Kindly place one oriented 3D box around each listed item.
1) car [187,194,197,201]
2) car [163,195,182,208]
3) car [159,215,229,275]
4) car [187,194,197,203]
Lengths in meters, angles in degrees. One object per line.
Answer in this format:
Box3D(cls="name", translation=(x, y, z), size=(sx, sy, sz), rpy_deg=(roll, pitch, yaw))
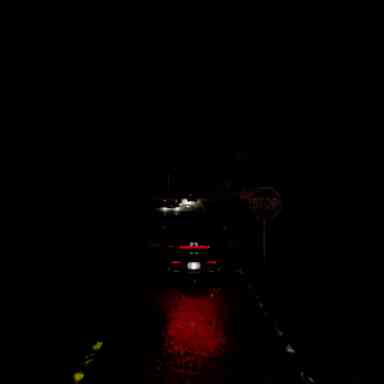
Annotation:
Box3D(cls="car", translation=(-0.008, 1.136, 75.745), size=(2.128, 1.511, 4.902), rpy_deg=(0, 0, 0))
Box3D(cls="car", translation=(-2.839, 1.212, 46.260), size=(2.097, 1.767, 4.553), rpy_deg=(0, 0, 0))
Box3D(cls="car", translation=(0.060, 1.473, 10.281), size=(1.837, 1.490, 4.892), rpy_deg=(0, 0, 0))
Box3D(cls="car", translation=(-0.007, 1.369, 65.742), size=(1.994, 1.385, 4.181), rpy_deg=(0, 0, 0))
